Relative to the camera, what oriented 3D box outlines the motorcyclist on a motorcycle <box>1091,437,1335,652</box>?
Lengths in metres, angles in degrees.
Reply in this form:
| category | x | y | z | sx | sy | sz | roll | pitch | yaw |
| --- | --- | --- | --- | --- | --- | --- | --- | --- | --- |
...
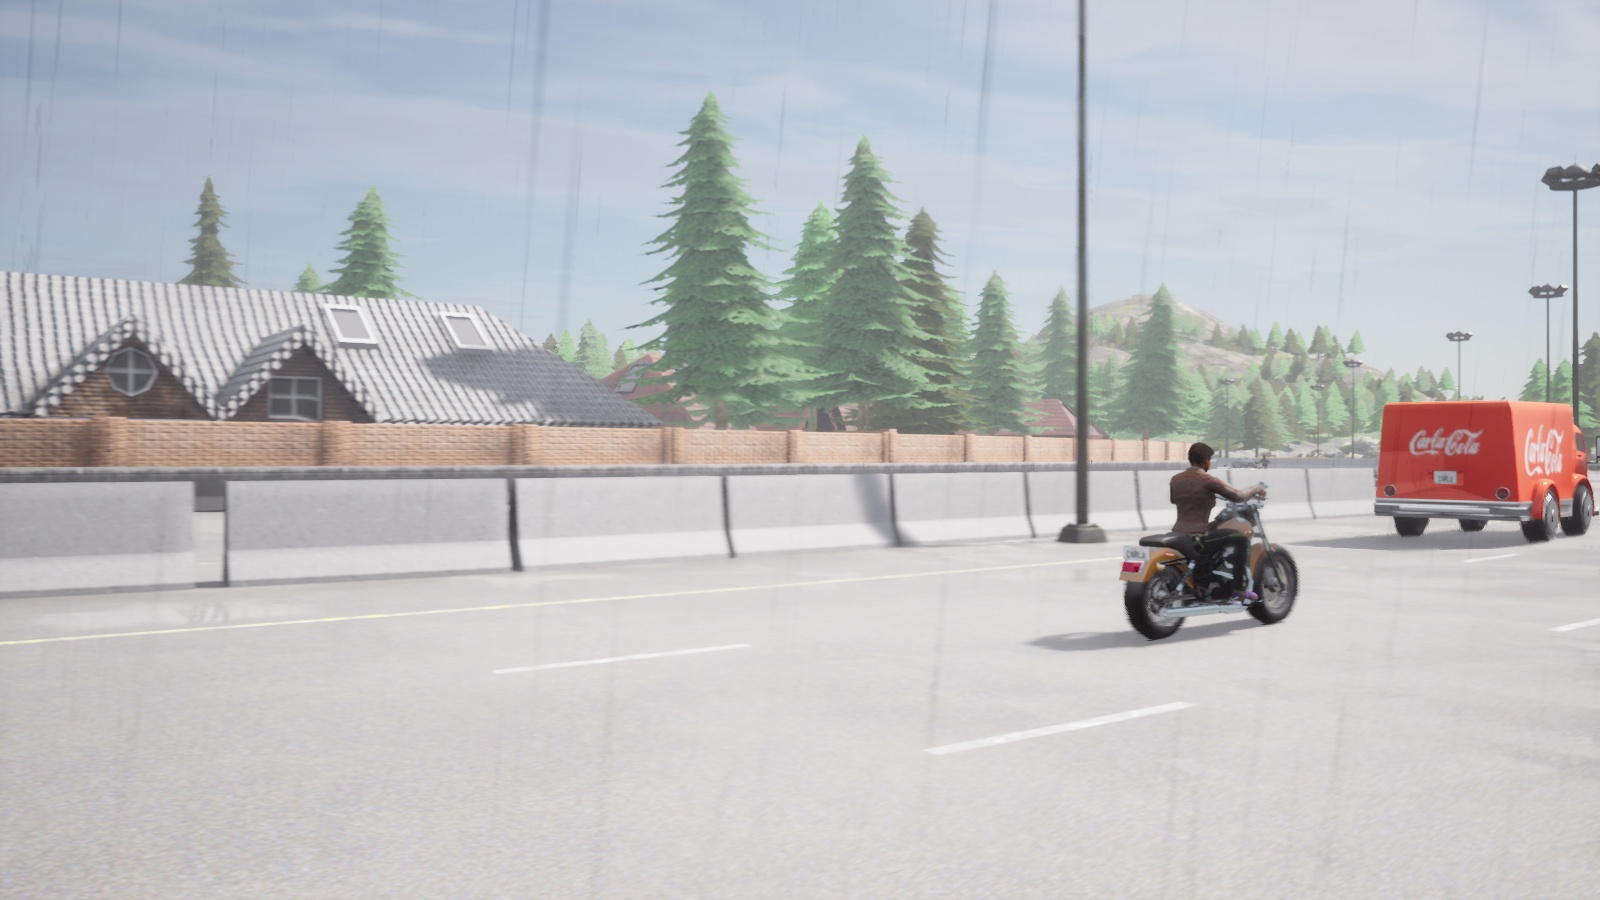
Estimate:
| category | x | y | z | sx | sy | sz | roll | pitch | yaw |
| --- | --- | --- | --- | --- | --- | --- | --- | --- | --- |
| motorcyclist on a motorcycle | 3.545 | 0.731 | 10.658 | 2.350 | 1.649 | 0.766 | 0 | -1 | -38 |

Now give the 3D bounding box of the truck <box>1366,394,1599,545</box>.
| category | x | y | z | sx | sy | sz | roll | pitch | yaw |
| --- | --- | --- | --- | --- | --- | --- | --- | --- | --- |
| truck | 12.917 | 0.317 | 23.268 | 5.204 | 2.467 | 2.627 | 0 | 0 | -43 |
